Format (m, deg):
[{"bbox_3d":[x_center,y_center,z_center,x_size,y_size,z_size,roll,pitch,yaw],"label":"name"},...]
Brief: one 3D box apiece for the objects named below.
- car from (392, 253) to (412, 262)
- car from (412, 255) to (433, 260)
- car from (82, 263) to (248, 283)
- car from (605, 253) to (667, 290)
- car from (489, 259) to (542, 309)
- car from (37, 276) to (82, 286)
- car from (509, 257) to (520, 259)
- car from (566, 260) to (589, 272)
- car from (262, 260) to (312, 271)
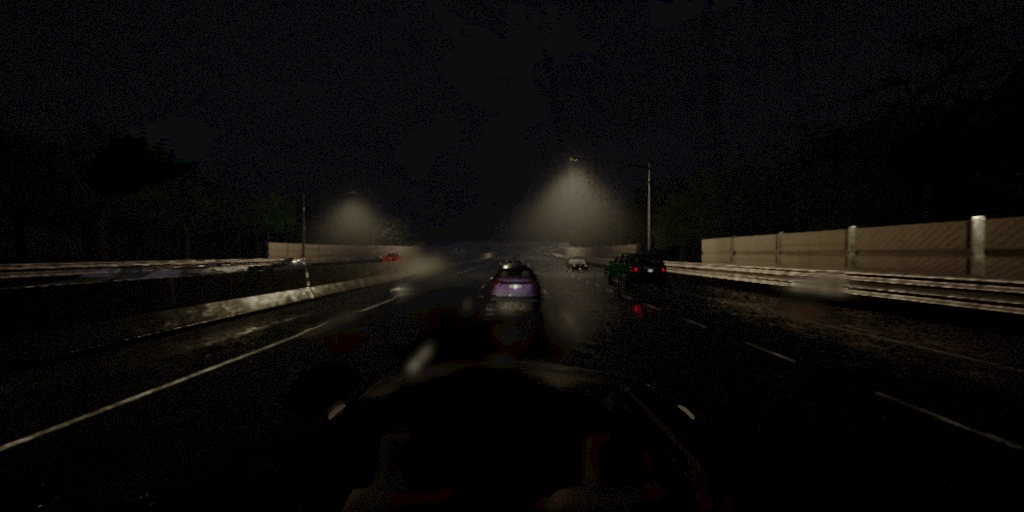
[{"bbox_3d":[-17.171,0.784,57.979,1.882,1.535,5.008,0,0,1],"label":"car"},{"bbox_3d":[-13.703,0.671,56.547,2.097,1.767,4.553,0,0,1],"label":"car"},{"bbox_3d":[-14.067,1.195,15.330,2.033,1.411,5.357,0,0,0],"label":"car"},{"bbox_3d":[7.151,0.830,21.174,2.150,2.045,5.566,0,0,0],"label":"car"},{"bbox_3d":[0.127,1.087,14.429,2.033,1.649,4.856,0,0,0],"label":"car"},{"bbox_3d":[-17.562,1.187,16.241,2.033,1.411,5.357,0,0,0],"label":"car"},{"bbox_3d":[0.316,0.919,45.371,1.837,1.490,4.892,0,1,1],"label":"car"},{"bbox_3d":[7.280,1.056,40.495,1.895,1.301,4.718,0,0,1],"label":"car"},{"bbox_3d":[-20.959,1.050,33.749,2.033,1.411,5.357,0,0,1],"label":"car"}]
